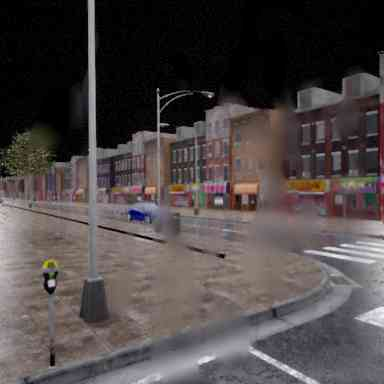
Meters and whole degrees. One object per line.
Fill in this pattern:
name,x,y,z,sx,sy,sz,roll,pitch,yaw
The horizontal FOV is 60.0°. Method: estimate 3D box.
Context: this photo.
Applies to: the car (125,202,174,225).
car,-3.220,1.489,24.404,1.882,1.535,5.008,-1,0,-35
